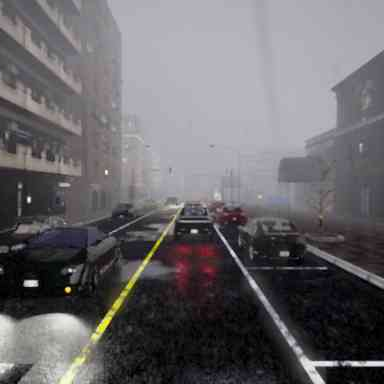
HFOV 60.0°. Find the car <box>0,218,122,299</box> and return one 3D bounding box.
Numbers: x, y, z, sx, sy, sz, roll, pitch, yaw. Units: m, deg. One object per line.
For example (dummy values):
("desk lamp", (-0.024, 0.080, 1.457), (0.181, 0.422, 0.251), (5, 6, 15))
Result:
("car", (-3.099, 1.573, 8.392), (1.994, 1.385, 4.181), (0, 0, 0))

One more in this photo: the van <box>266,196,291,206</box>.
("van", (14.673, 1.507, 56.789), (3.998, 1.788, 1.690), (0, 0, 0))

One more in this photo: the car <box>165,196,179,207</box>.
("car", (-2.986, 1.369, 50.286), (1.882, 1.535, 5.008), (0, 0, 0))

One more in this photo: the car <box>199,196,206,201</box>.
("car", (2.708, 1.777, 89.891), (1.802, 1.307, 4.206), (0, 0, 0))

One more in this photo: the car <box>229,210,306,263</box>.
("car", (2.689, 1.564, 11.846), (2.008, 1.369, 4.403), (0, 0, 0))

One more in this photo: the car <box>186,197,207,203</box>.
("car", (0.110, 1.538, 32.732), (2.128, 1.511, 4.902), (0, 0, 0))

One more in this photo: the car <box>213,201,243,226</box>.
("car", (2.692, 1.575, 23.238), (1.887, 1.381, 4.507), (0, 0, 0))

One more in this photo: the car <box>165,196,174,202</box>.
("car", (-5.674, 1.727, 84.184), (2.008, 1.369, 4.403), (0, 0, 0))

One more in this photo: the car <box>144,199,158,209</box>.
("car", (-5.684, 1.600, 45.862), (1.752, 1.417, 4.829), (0, 0, 0))

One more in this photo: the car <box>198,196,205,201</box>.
("car", (2.710, 1.765, 95.588), (2.008, 1.369, 4.403), (0, 0, 0))

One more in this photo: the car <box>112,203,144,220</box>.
("car", (-5.687, 1.606, 28.942), (1.947, 1.339, 4.313), (0, 0, 0))

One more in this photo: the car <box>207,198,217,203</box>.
("car", (2.695, 1.595, 34.632), (1.887, 1.381, 4.507), (0, 0, 0))

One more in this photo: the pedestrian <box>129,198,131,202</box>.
("pedestrian", (-12.612, 1.196, 67.916), (0.375, 1.860, 0.375), (0, 0, 0))

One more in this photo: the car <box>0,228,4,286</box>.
("car", (-5.694, 1.447, 6.156), (1.967, 1.590, 4.097), (0, 0, 0))

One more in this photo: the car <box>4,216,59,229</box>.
("car", (-5.692, 1.564, 11.853), (2.008, 1.369, 4.403), (0, 0, 0))

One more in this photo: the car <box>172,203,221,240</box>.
("car", (0.105, 1.511, 16.982), (2.128, 1.511, 4.902), (0, 0, 0))
